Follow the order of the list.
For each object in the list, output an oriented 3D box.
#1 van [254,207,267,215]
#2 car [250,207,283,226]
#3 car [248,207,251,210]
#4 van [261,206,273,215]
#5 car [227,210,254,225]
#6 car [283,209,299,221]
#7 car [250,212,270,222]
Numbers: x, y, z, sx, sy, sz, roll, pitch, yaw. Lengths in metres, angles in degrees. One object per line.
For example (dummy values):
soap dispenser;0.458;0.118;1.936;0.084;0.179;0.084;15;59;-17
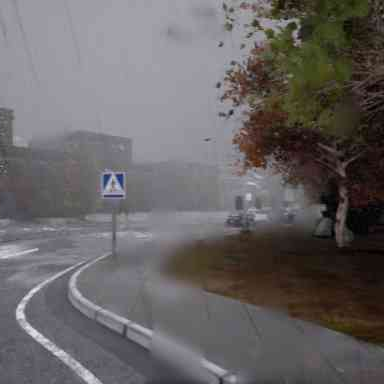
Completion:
van;16.871;4.596;81.490;1.878;1.987;4.442;0;-2;28
car;10.015;3.343;44.398;2.150;2.045;5.566;0;-3;28
car;14.283;4.405;76.689;2.435;2.045;5.566;0;-2;28
van;19.502;4.762;86.371;1.878;1.987;4.442;0;-2;28
car;6.163;3.550;43.973;1.837;1.490;4.892;0;-3;29
car;16.308;4.094;56.235;1.812;1.442;4.674;0;-2;27
car;10.854;3.979;52.888;1.994;1.385;4.181;0;-2;28
